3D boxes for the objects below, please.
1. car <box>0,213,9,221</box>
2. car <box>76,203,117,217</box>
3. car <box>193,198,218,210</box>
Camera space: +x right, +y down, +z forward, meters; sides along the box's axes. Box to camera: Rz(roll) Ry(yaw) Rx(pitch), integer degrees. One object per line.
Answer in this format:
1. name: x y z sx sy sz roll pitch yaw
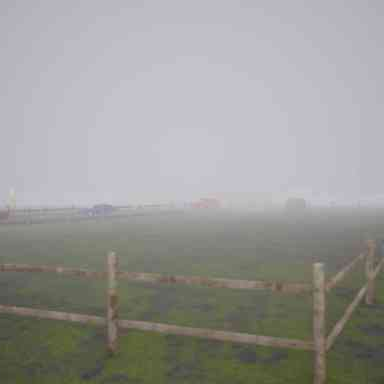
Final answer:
1. car: -18.633 2.095 28.750 1.895 1.301 4.718 -1 -1 36
2. car: -11.153 2.081 39.015 1.882 1.535 5.008 -1 -1 36
3. car: 2.433 2.041 57.508 2.150 2.045 5.566 -1 -1 36
